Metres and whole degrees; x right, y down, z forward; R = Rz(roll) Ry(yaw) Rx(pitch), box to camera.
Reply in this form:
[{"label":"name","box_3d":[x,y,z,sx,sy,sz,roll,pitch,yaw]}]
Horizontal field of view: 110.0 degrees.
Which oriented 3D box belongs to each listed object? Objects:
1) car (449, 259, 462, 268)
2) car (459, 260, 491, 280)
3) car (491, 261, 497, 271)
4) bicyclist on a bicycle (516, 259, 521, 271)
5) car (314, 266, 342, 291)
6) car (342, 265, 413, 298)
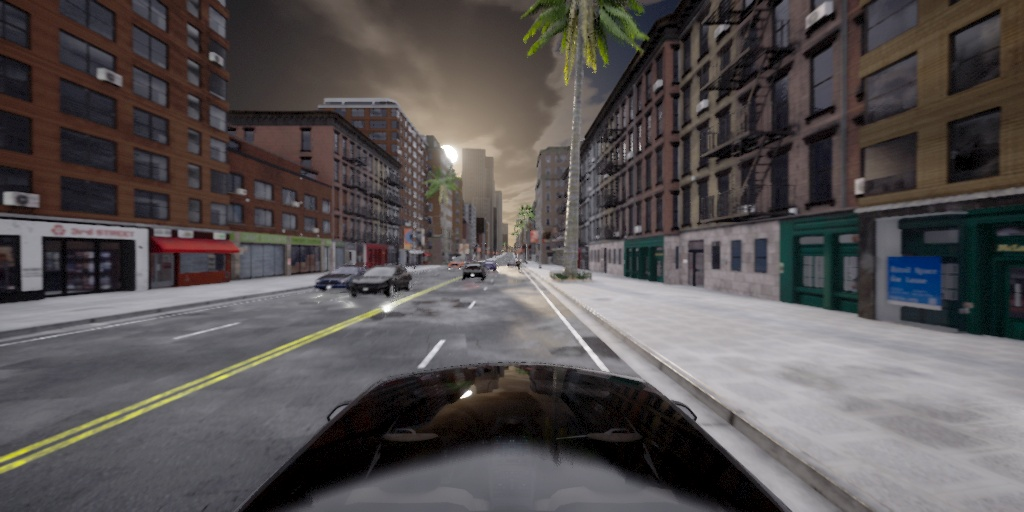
[{"label":"car","box_3d":[-9.780,1.254,63.318,2.097,1.767,4.553,0,0,1]},{"label":"car","box_3d":[-3.153,1.274,31.175,1.837,1.490,4.892,0,0,0]},{"label":"car","box_3d":[-3.156,1.364,50.012,1.812,1.442,4.674,0,0,0]},{"label":"bicyclist on a bicycle","box_3d":[0.889,1.270,45.038,0.582,1.620,1.656,0,-1,0]},{"label":"car","box_3d":[-9.853,1.300,21.955,2.033,1.411,5.357,0,0,0]},{"label":"car","box_3d":[-6.601,1.226,18.662,1.882,1.535,5.008,0,0,0]}]
